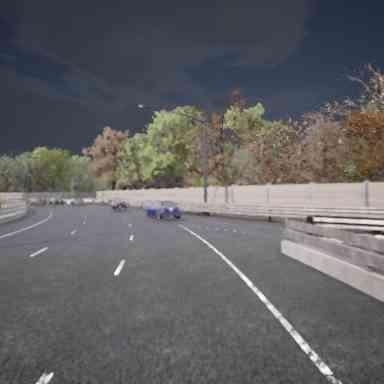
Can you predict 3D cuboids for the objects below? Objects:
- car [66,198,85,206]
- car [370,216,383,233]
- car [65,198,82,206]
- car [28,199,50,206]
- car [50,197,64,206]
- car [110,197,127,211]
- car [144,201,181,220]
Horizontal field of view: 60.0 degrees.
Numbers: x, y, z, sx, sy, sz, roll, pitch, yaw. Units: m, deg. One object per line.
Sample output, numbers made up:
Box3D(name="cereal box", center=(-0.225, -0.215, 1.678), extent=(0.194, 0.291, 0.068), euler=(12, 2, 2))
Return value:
Box3D(name="car", center=(-24.183, 2.230, 69.808), extent=(2.033, 1.411, 5.357), euler=(0, -1, -37))
Box3D(name="car", center=(10.639, 1.340, 13.946), extent=(5.566, 2.045, 2.150), euler=(-4, -2, 44))
Box3D(name="car", center=(-25.361, 2.106, 71.353), extent=(1.812, 1.442, 4.674), euler=(0, -1, -41))
Box3D(name="car", center=(-31.141, 2.101, 67.269), extent=(2.128, 1.511, 4.902), euler=(0, -1, -41))
Box3D(name="car", center=(-28.420, 1.929, 69.473), extent=(2.097, 1.767, 4.553), euler=(0, -1, -41))
Box3D(name="car", center=(-10.479, 1.557, 46.966), extent=(1.812, 1.442, 4.674), euler=(-17, 11, -17))
Box3D(name="car", center=(-2.848, 1.590, 31.061), extent=(2.097, 1.767, 4.553), euler=(0, -1, -29))
